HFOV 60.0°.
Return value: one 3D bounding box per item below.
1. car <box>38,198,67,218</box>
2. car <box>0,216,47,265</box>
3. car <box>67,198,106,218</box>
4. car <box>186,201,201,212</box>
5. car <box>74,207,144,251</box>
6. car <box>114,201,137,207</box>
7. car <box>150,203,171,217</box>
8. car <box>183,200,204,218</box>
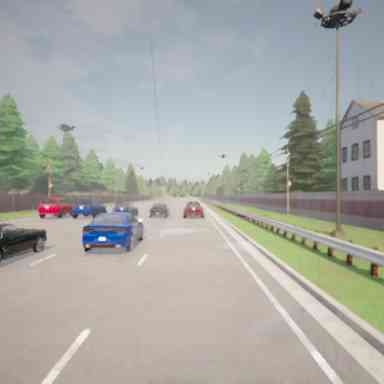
[{"bbox_3d":[-13.938,1.615,34.680,2.150,2.045,5.566,0,0,0],"label":"car"},{"bbox_3d":[-6.884,1.731,11.577,1.895,1.301,4.718,0,-1,0],"label":"car"},{"bbox_3d":[-10.444,1.609,34.055,2.150,2.045,5.566,0,0,0],"label":"car"},{"bbox_3d":[0.182,2.047,48.275,2.128,1.511,4.902,0,-1,0],"label":"car"},{"bbox_3d":[-3.378,1.649,14.996,1.882,1.535,5.008,0,-1,0],"label":"car"},{"bbox_3d":[-6.937,1.750,34.968,2.097,1.767,4.553,0,-1,0],"label":"car"},{"bbox_3d":[-3.423,1.919,35.967,1.837,1.490,4.892,0,0,1],"label":"car"},{"bbox_3d":[0.155,1.756,35.143,2.097,1.767,4.553,0,-1,0],"label":"car"}]
